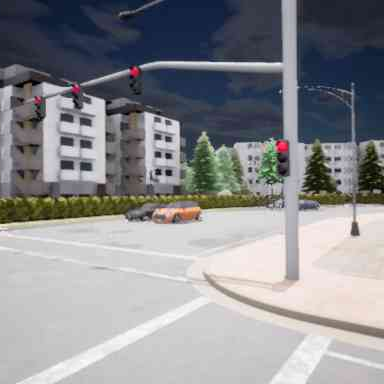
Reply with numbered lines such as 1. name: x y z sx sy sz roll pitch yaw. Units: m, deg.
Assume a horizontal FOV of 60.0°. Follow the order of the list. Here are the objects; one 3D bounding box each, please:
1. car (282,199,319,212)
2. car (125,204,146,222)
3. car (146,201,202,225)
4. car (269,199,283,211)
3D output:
1. car: 13.991 1.670 41.745 4.674 1.442 1.812 0 -1 -31
2. car: -3.667 1.742 28.763 1.837 1.490 4.892 -1 0 35
3. car: -1.129 1.545 26.286 2.097 1.767 4.553 -1 0 35
4. car: 12.439 1.708 44.866 4.674 1.442 1.812 0 -1 -31
